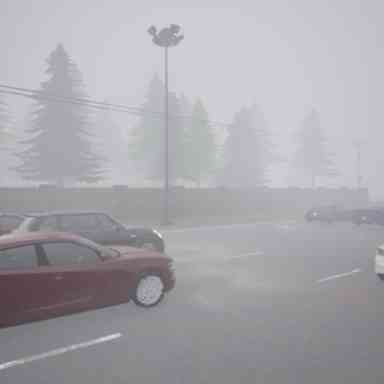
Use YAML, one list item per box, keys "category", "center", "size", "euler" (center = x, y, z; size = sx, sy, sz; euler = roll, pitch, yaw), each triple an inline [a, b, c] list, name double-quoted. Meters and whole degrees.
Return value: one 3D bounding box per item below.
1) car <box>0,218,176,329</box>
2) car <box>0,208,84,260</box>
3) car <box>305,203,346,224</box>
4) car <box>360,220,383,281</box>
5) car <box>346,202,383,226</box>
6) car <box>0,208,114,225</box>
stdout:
- category: "car"
  center: [-2.641, 1.471, 6.161]
  size: [5.008, 1.535, 1.882]
  euler: [0, 0, -35]
- category: "car"
  center: [-6.663, 1.470, 11.889]
  size: [5.008, 1.535, 1.882]
  euler: [0, 0, -35]
- category: "car"
  center: [10.000, 1.464, 23.767]
  size: [4.181, 1.385, 1.994]
  euler: [0, 0, -35]
- category: "car"
  center: [6.319, 1.481, 8.249]
  size: [4.674, 1.442, 1.812]
  euler: [0, 0, -35]
- category: "car"
  center: [12.120, 1.377, 20.978]
  size: [5.008, 1.535, 1.882]
  euler: [0, 0, -35]
- category: "car"
  center: [-3.080, 1.336, 10.146]
  size: [4.553, 1.767, 2.097]
  euler: [0, 0, -35]
